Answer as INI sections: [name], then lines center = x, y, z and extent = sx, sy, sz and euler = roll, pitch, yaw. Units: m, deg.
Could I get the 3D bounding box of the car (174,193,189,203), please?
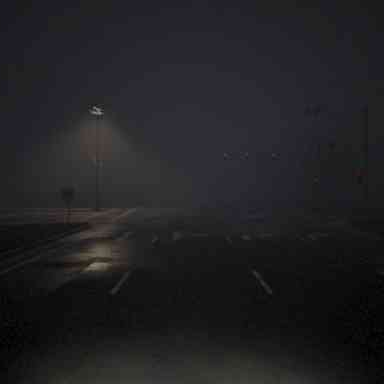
[car]
center = -1.879, 1.377, 64.835
extent = 2.128, 1.511, 4.902
euler = 0, 0, 0
